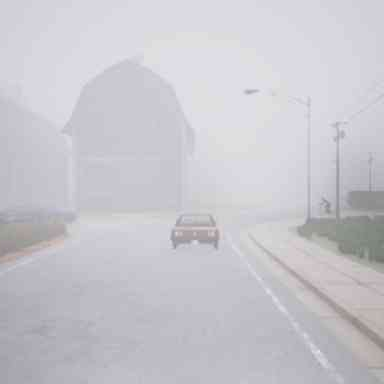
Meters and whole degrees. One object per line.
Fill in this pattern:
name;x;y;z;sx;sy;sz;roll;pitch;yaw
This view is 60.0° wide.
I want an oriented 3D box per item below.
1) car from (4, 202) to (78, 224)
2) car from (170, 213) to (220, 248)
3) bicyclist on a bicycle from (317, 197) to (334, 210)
car;-10.263;1.445;22.655;5.008;1.535;1.882;1;0;11
car;0.193;1.579;14.585;1.895;1.301;4.718;0;0;2
bicyclist on a bicycle;12.425;1.332;31.140;1.656;1.620;0.582;0;0;33
